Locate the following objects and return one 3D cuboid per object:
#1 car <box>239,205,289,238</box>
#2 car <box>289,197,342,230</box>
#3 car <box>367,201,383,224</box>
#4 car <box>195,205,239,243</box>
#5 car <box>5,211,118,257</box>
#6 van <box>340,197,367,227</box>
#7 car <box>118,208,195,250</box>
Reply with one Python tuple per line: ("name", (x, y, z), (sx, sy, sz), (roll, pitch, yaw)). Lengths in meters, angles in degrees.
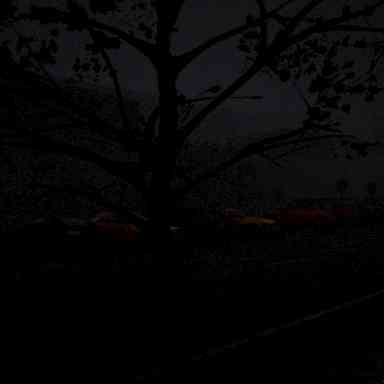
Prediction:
("car", (2.120, 1.520, 17.921), (5.366, 1.575, 1.946), (-1, -1, 35))
("car", (6.848, 1.415, 21.469), (4.553, 1.767, 2.185), (-1, -1, 34))
("car", (11.689, 1.580, 24.946), (4.674, 1.452, 2.002), (-1, 0, 35))
("car", (-0.490, 1.545, 16.307), (4.792, 1.488, 2.163), (-1, -1, 35))
("car", (-5.321, 1.538, 12.828), (4.674, 1.452, 2.002), (-1, -1, 35))
("van", (9.359, 1.317, 23.163), (4.442, 1.987, 1.878), (-1, -1, 35))
("car", (-2.740, 1.500, 14.460), (5.366, 1.575, 1.946), (-1, -1, 35))
